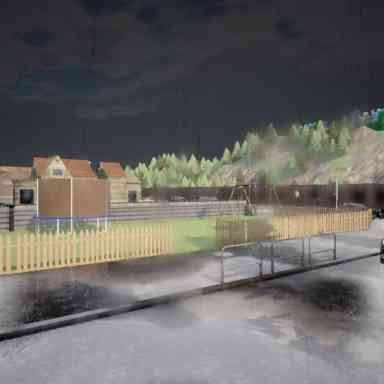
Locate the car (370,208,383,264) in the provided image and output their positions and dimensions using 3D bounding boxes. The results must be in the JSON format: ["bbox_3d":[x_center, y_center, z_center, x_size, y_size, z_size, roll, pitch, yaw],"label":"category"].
[{"bbox_3d":[7.650,1.352,10.010,4.553,1.767,2.097,0,0,-35],"label":"car"}]

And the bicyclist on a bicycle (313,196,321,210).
[{"bbox_3d":[15.152,1.349,40.287,1.656,1.620,0.582,0,0,-36],"label":"bicyclist on a bicycle"}]

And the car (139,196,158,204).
[{"bbox_3d":[-8.755,1.526,66.256,1.812,1.442,4.674,0,0,-36],"label":"car"}]

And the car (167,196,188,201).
[{"bbox_3d":[-2.641,1.505,57.818,1.837,1.490,4.892,0,0,-35],"label":"car"}]

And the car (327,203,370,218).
[{"bbox_3d":[13.810,1.601,27.744,1.895,1.301,4.718,0,0,-36],"label":"car"}]

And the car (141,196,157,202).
[{"bbox_3d":[-8.587,1.621,59.160,1.895,1.301,4.718,0,0,-36],"label":"car"}]

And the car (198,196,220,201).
[{"bbox_3d":[2.597,1.351,43.396,2.097,1.767,4.553,0,0,-36],"label":"car"}]
